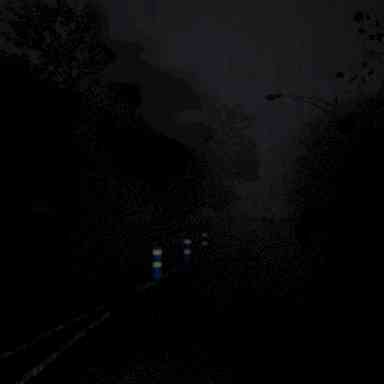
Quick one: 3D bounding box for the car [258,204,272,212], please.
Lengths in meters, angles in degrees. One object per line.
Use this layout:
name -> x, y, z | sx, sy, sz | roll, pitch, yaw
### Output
car -> 15.650, 3.368, 69.621 | 2.128, 1.511, 4.902 | 0, -2, 16

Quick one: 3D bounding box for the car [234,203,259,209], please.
car -> 15.318, 4.201, 93.111 | 5.366, 1.575, 1.946 | 0, -3, 16
